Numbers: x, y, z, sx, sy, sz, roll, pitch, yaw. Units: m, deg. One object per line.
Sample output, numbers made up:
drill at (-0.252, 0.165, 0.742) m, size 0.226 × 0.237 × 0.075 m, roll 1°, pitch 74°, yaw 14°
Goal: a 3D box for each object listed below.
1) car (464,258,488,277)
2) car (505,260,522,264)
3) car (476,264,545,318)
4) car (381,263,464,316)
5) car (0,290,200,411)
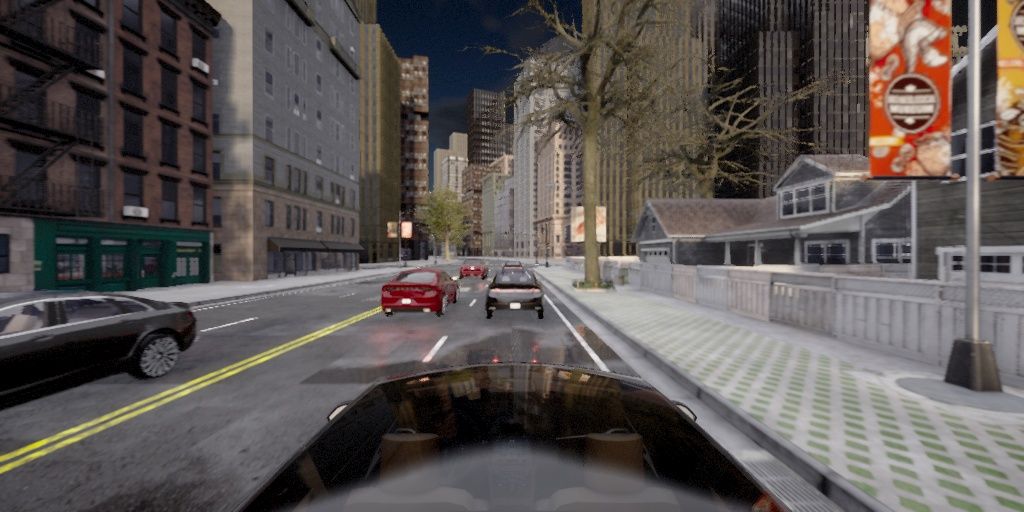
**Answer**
car at (-3.154, 0.989, 30.605) m, size 2.097 × 1.767 × 4.553 m, roll 0°, pitch 0°, yaw 0°
car at (0.096, 1.125, 31.092) m, size 2.128 × 1.511 × 4.902 m, roll 0°, pitch 0°, yaw 0°
car at (0.097, 1.206, 12.720) m, size 2.128 × 1.511 × 4.902 m, roll 0°, pitch 0°, yaw 0°
car at (-3.151, 1.189, 13.171) m, size 1.882 × 1.535 × 5.008 m, roll 0°, pitch 0°, yaw 0°
car at (-6.596, 1.233, 4.412) m, size 2.128 × 1.511 × 4.902 m, roll 0°, pitch 0°, yaw 0°
